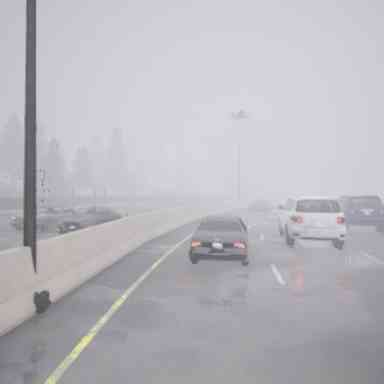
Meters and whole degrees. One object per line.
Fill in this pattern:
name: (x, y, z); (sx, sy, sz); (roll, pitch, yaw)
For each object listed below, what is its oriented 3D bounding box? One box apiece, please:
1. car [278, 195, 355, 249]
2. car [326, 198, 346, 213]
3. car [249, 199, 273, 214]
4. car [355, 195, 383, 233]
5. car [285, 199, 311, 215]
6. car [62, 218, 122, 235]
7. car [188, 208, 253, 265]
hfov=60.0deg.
car: (5.131, 1.192, 14.773); (2.150, 2.045, 5.566); (0, 0, 10)
car: (16.310, 1.453, 37.507); (1.837, 1.490, 4.892); (0, 0, 26)
car: (7.124, 1.448, 34.226); (2.033, 1.411, 5.357); (0, 0, 22)
car: (9.827, 1.201, 20.028); (2.150, 2.045, 5.566); (0, 0, 14)
car: (11.073, 1.472, 34.629); (2.033, 1.411, 5.357); (0, 0, 23)
car: (-5.190, 1.454, 17.397); (1.994, 1.385, 4.181); (0, 0, 11)
car: (1.051, 1.504, 11.648); (2.033, 1.411, 5.357); (0, 0, 8)
